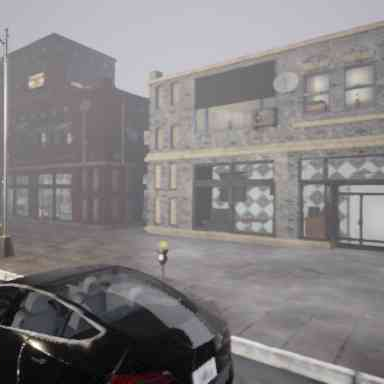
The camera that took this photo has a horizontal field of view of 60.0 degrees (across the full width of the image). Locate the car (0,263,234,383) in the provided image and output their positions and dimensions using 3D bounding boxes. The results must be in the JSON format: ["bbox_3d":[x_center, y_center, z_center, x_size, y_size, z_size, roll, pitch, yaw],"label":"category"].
[{"bbox_3d":[-1.584,1.562,4.000,4.313,1.339,1.947,0,0,36],"label":"car"}]
